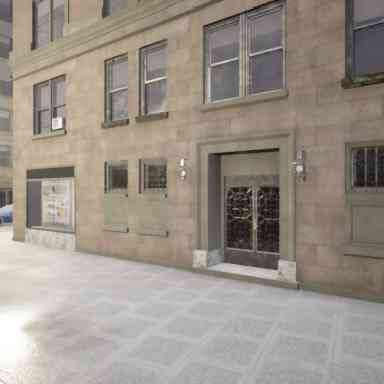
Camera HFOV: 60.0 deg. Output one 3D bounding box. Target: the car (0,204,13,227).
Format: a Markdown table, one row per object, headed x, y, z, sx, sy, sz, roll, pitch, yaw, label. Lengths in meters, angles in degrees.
| x | y | z | sx | sy | sz | roll | pitch | yaw | label |
| --- | --- | --- | --- | --- | --- | --- | --- | --- | --- |
| -11.889 | 1.512 | 23.033 | 2.033 | 1.411 | 5.357 | 0 | 0 | 39 | car |
